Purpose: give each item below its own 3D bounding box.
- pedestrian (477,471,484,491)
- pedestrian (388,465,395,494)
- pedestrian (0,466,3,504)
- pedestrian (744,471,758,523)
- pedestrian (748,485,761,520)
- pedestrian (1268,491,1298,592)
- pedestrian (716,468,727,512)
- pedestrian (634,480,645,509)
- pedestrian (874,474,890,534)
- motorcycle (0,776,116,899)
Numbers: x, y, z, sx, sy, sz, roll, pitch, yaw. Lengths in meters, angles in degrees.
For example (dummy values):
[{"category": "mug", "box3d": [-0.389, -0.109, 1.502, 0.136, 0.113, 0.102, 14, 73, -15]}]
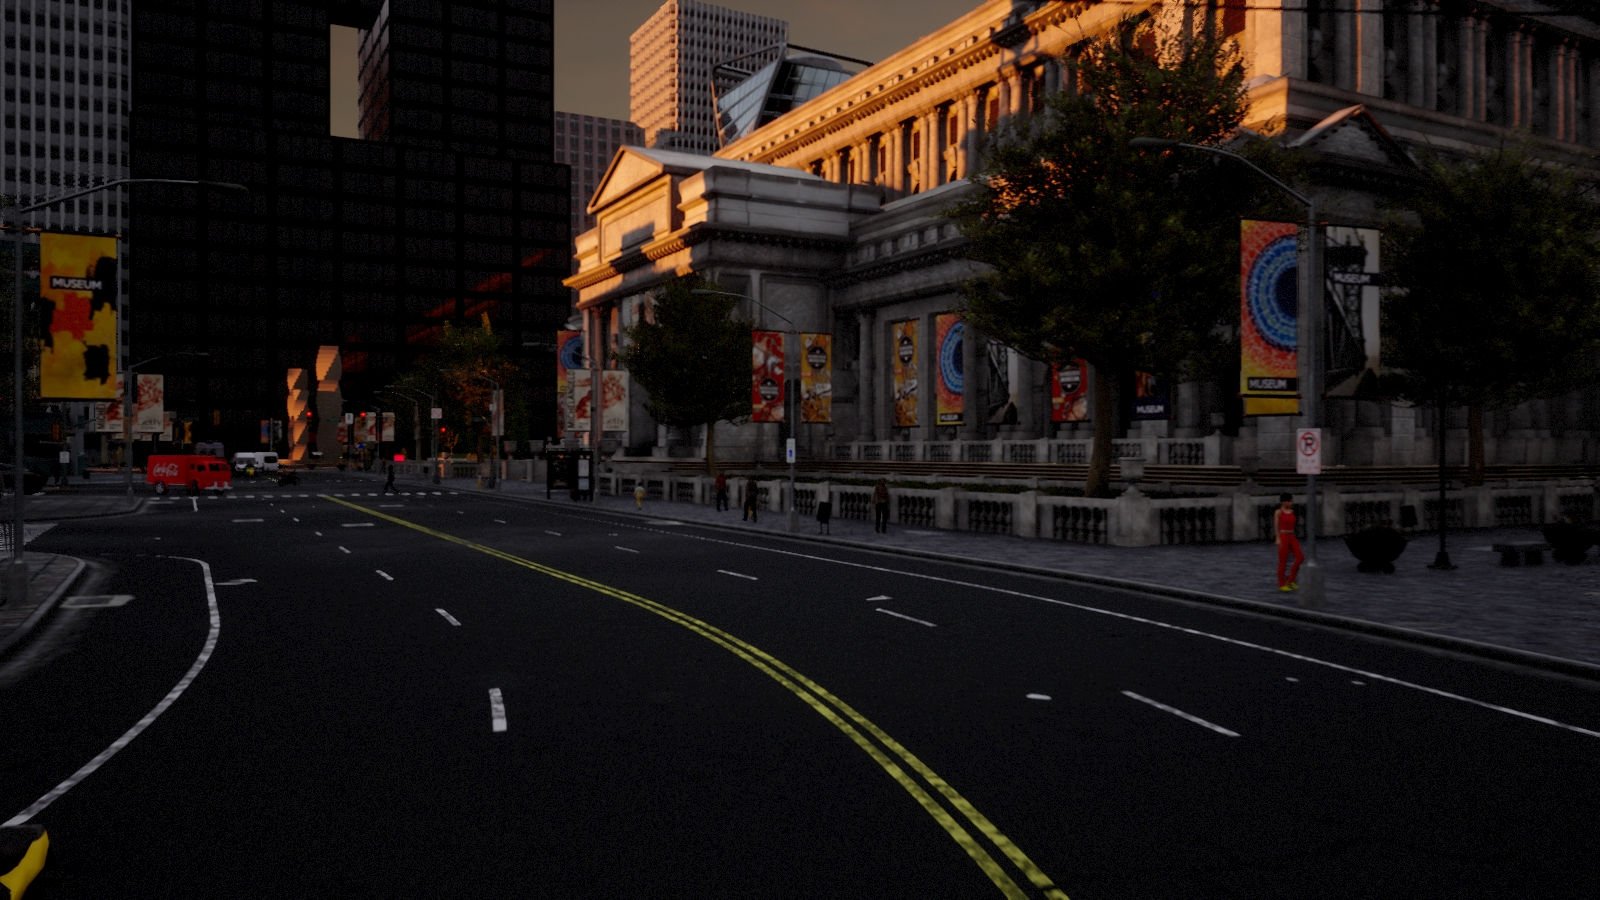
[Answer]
[{"category": "pedestrian", "box3d": [-20.713, 1.993, 74.020, 0.375, 1.300, 0.375, 0, 0, -22]}, {"category": "pedestrian", "box3d": [-25.900, 1.855, 72.389, 0.375, 1.860, 0.375, 0, 0, -24]}, {"category": "pedestrian", "box3d": [-38.876, 1.704, 55.409, 0.375, 1.860, 0.375, 0, 0, -34]}, {"category": "pedestrian", "box3d": [-1.790, 1.697, 41.567, 0.375, 1.860, 0.375, 0, 0, -29]}, {"category": "pedestrian", "box3d": [-1.732, 1.977, 43.400, 0.375, 1.300, 0.375, 0, 0, -24]}, {"category": "pedestrian", "box3d": [9.003, 1.696, 21.301, 0.375, 1.860, 0.375, 0, 0, -21]}, {"category": "pedestrian", "box3d": [-3.337, 1.698, 48.521, 0.375, 1.860, 0.375, 0, 0, -28]}, {"category": "pedestrian", "box3d": [-7.156, 1.980, 51.029, 0.375, 1.300, 0.375, 0, 0, -25]}, {"category": "pedestrian", "box3d": [2.572, 1.697, 35.843, 0.375, 1.860, 0.375, 0, 0, -15]}, {"category": "motorcycle", "box3d": [-3.698, 2.214, 4.667, 0.803, 1.145, 2.033, -1, 0, -7]}]
